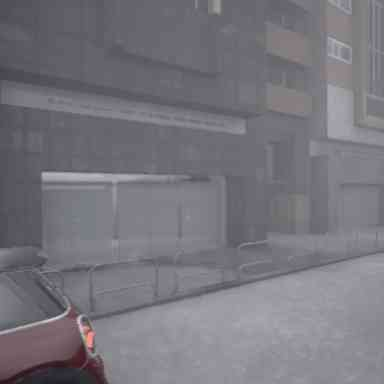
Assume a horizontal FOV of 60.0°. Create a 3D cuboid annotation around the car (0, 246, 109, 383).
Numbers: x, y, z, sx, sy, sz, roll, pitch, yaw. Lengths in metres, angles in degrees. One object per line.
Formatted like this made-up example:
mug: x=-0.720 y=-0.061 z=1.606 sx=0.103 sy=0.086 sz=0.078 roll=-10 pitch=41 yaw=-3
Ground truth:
car: x=-3.051 y=1.362 z=2.416 sx=4.553 sy=1.767 sz=2.097 roll=-1 pitch=0 yaw=-35
